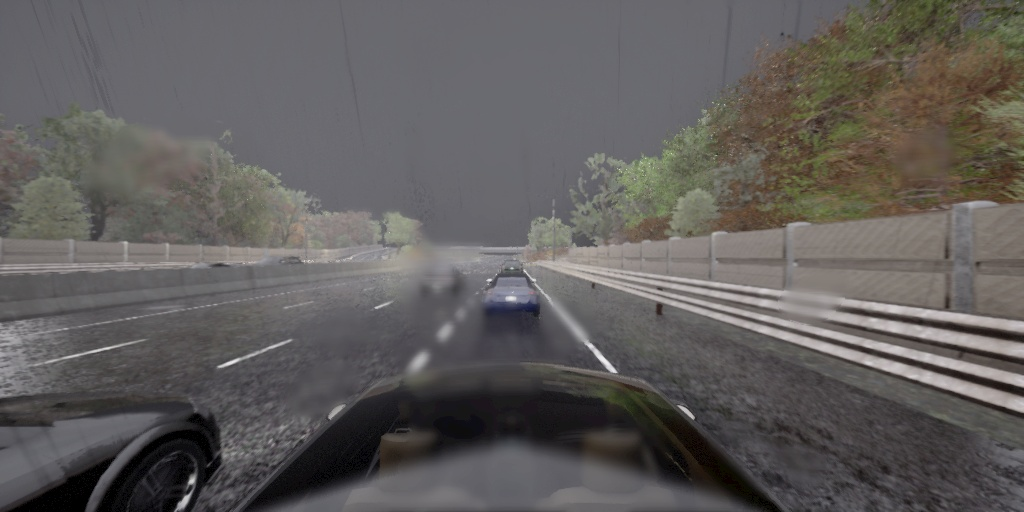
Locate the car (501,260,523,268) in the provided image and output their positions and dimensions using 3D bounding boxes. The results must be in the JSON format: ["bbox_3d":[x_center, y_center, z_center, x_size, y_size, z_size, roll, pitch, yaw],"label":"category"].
[{"bbox_3d":[0.004,1.149,34.822,2.097,1.767,4.553,0,0,0],"label":"car"}]

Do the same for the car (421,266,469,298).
[{"bbox_3d":[-3.397,1.257,18.733,2.128,1.511,4.902,0,0,0],"label":"car"}]

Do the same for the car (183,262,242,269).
[{"bbox_3d":[-24.583,1.289,28.724,1.837,1.490,4.892,0,0,0],"label":"car"}]

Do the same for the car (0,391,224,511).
[{"bbox_3d":[-3.398,1.314,1.247,1.994,1.385,4.181,0,0,0],"label":"car"}]

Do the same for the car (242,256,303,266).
[{"bbox_3d":[-21.076,1.011,32.175,2.150,2.045,5.566,0,0,0],"label":"car"}]

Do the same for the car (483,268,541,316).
[{"bbox_3d":[0.001,1.323,13.423,1.994,1.385,4.181,0,0,0],"label":"car"}]
